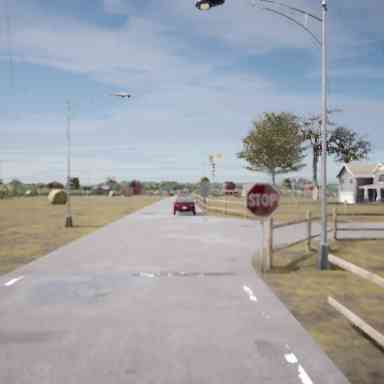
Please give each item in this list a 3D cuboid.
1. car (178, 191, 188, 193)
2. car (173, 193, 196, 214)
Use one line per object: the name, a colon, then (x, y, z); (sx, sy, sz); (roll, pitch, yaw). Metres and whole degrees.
car: (-1.334, 1.044, 53.691); (1.837, 1.490, 4.892); (0, 0, -2)
car: (-0.684, 1.135, 29.889); (1.882, 1.535, 5.008); (0, 0, -2)
